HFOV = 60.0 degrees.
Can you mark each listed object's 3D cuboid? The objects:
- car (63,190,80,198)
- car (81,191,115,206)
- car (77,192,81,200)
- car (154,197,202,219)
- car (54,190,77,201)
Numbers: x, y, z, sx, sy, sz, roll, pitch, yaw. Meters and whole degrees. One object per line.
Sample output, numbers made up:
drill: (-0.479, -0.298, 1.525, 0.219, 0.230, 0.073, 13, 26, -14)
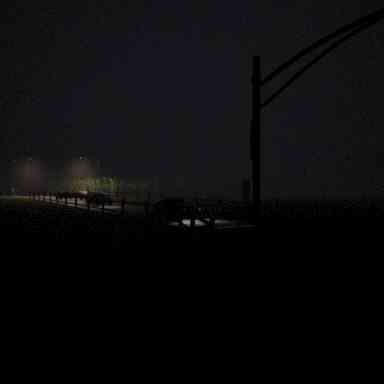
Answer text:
car: (-22.528, 0.355, 62.022, 1.882, 1.535, 5.008, 0, 1, -35)
car: (-10.734, 0.867, 38.605, 2.033, 1.411, 5.357, 0, 1, -35)
car: (-16.662, 0.602, 53.592, 2.033, 1.411, 5.357, 0, 1, -35)
car: (-1.164, 1.148, 24.835, 1.812, 1.442, 4.674, 0, 1, -35)
car: (-20.149, 0.633, 52.297, 1.895, 1.301, 4.718, 0, 1, -35)
